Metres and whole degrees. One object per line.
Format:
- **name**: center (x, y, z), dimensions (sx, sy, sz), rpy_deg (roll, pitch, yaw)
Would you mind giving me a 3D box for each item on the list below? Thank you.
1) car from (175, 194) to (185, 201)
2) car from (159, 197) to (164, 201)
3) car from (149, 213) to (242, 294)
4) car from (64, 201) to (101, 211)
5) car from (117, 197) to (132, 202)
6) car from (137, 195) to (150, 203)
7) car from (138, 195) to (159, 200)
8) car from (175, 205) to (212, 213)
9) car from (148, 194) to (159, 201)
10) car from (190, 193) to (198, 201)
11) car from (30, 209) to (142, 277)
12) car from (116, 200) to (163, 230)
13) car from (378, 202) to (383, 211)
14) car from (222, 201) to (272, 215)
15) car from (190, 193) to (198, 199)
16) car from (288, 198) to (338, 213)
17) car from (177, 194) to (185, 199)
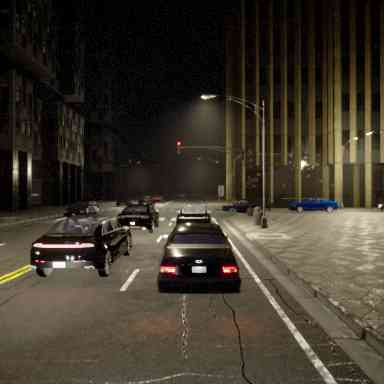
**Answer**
- **car**: center (-2.817, 1.316, 77.097), dimensions (2.128, 1.511, 4.902), rpy_deg (0, 0, 0)
- **car**: center (-6.234, 1.467, 60.139), dimensions (1.895, 1.301, 4.718), rpy_deg (0, 0, 1)
- **car**: center (0.148, 1.544, 8.934), dimensions (2.033, 1.411, 5.357), rpy_deg (0, 0, 0)
- **car**: center (-9.684, 1.510, 29.851), dimensions (2.033, 1.411, 5.357), rpy_deg (0, 0, 0)
- **car**: center (-9.577, 1.439, 47.672), dimensions (1.812, 1.442, 4.674), rpy_deg (0, 0, 0)
- **car**: center (-9.413, 1.371, 65.374), dimensions (1.812, 1.442, 4.674), rpy_deg (0, 0, 1)
- **car**: center (-6.337, 1.408, 46.499), dimensions (2.128, 1.511, 4.902), rpy_deg (0, 0, 1)
- **car**: center (0.103, 1.476, 18.678), dimensions (2.128, 1.511, 4.902), rpy_deg (0, 0, 0)
- **car**: center (-9.297, 1.310, 80.697), dimensions (2.033, 1.411, 5.357), rpy_deg (0, 0, 0)
- **car**: center (0.433, 1.291, 77.078), dimensions (1.837, 1.490, 4.892), rpy_deg (0, 0, 0)
- **car**: center (-3.095, 1.487, 10.211), dimensions (2.128, 1.511, 4.902), rpy_deg (0, 0, 0)
- **car**: center (-3.043, 1.460, 19.586), dimensions (1.882, 1.535, 5.008), rpy_deg (0, 0, 0)
- **car**: center (22.197, 1.343, 34.989), dimensions (4.902, 1.511, 2.128), rpy_deg (0, 0, 0)
- **car**: center (5.225, 1.515, 31.901), dimensions (4.718, 1.301, 1.895), rpy_deg (-1, 0, 5)
- **car**: center (0.493, 1.117, 87.500), dimensions (2.128, 1.511, 4.902), rpy_deg (0, 0, 0)
- **car**: center (12.731, 1.369, 35.023), dimensions (5.008, 1.535, 1.882), rpy_deg (0, 0, 1)
- **car**: center (-2.757, 1.187, 87.549), dimensions (1.895, 1.301, 4.718), rpy_deg (0, 0, 0)
